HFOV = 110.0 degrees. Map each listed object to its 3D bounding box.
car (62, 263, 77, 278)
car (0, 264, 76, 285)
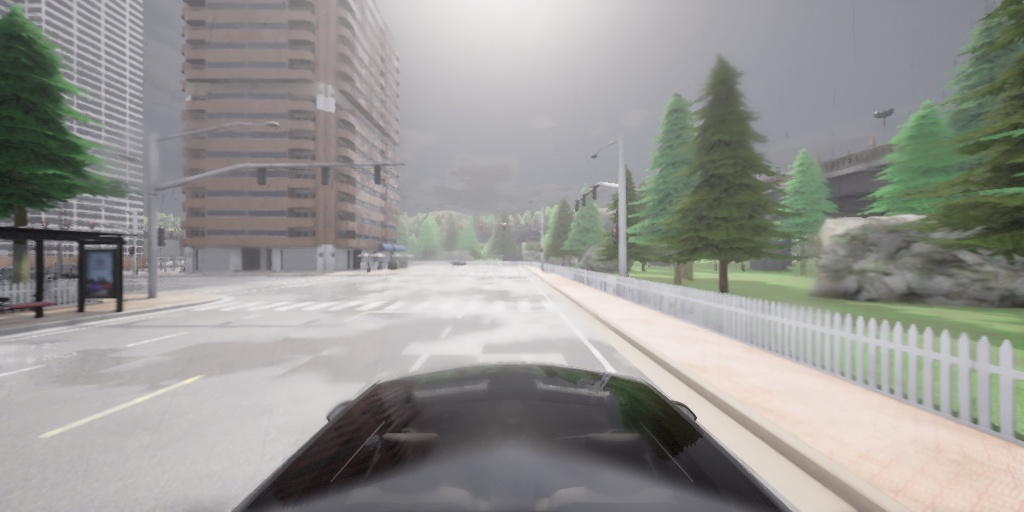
[{"bbox_3d":[-33.855,1.370,28.117,4.553,1.767,2.097,0,0,0],"label":"car"},{"bbox_3d":[-33.688,1.512,24.617,4.892,1.490,1.837,-1,0,0],"label":"car"}]
